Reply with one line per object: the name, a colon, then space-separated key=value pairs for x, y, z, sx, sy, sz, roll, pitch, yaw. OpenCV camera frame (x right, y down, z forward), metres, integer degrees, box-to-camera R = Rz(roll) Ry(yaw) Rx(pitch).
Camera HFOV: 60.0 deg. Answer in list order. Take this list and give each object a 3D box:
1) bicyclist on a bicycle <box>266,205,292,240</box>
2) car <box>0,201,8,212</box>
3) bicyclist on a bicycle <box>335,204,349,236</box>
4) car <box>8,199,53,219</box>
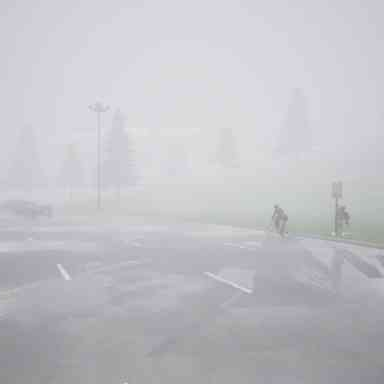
bicyclist on a bicycle: x=4.122 y=1.434 z=15.785 sx=0.582 sy=1.620 sz=1.656 roll=2 pitch=-3 yaw=-31
car: x=-19.276 y=1.502 z=36.715 sx=4.892 sy=1.490 sz=1.837 roll=-1 pitch=-1 yaw=29
bicyclist on a bicycle: x=7.315 y=1.274 z=16.263 sx=0.582 sy=1.656 sz=1.620 roll=-7 pitch=6 yaw=35
car: x=-14.098 y=1.525 z=29.448 sx=4.674 sy=1.442 sz=1.812 roll=0 pitch=0 yaw=38
